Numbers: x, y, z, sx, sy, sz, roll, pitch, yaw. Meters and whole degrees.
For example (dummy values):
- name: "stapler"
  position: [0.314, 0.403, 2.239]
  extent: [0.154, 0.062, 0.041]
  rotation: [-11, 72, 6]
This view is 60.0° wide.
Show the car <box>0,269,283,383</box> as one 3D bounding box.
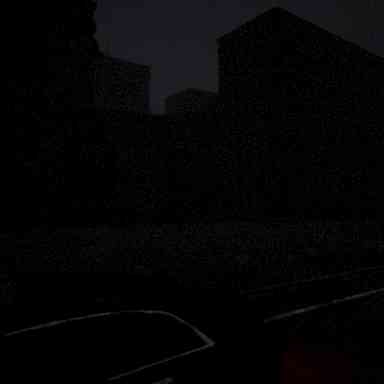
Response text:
- name: "car"
  position: [-1.471, 1.480, 2.404]
  extent: [4.892, 1.490, 1.837]
  rotation: [1, 0, -33]
